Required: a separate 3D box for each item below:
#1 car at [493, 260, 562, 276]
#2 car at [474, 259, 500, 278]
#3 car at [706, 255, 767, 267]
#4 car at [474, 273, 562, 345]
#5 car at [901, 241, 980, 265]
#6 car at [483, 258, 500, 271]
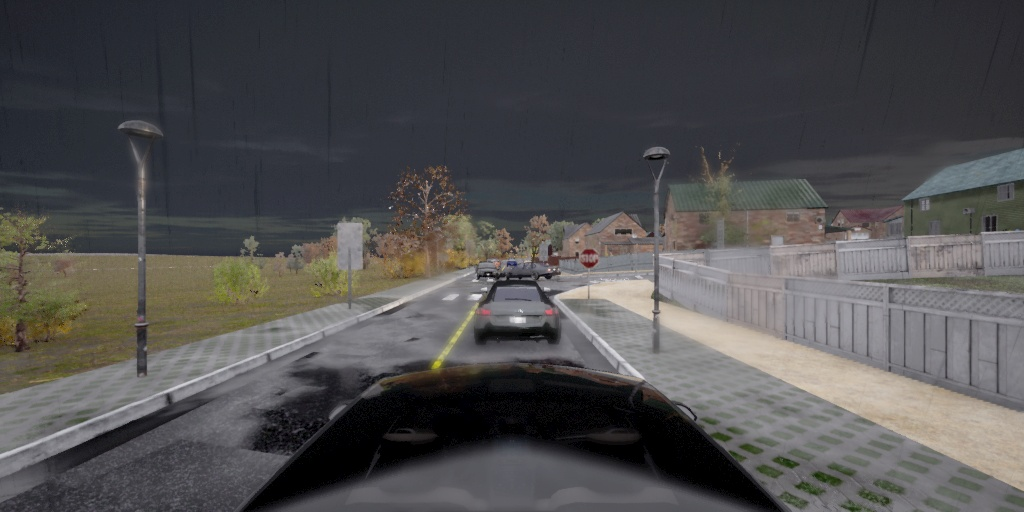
[{"bbox_3d":[1.330,1.197,28.532,5.357,1.411,2.033,-4,-3,43],"label":"car"},{"bbox_3d":[-2.258,1.257,31.442,1.837,1.490,4.892,0,0,-8],"label":"car"},{"bbox_3d":[14.382,0.413,22.911,4.181,1.385,1.994,-3,0,16],"label":"car"},{"bbox_3d":[0.100,1.313,9.517,1.994,1.385,4.181,0,0,-1],"label":"car"},{"bbox_3d":[23.883,-0.209,20.492,4.902,1.511,2.128,-3,0,14],"label":"car"},{"bbox_3d":[-2.860,1.120,51.260,2.097,1.767,4.553,0,0,1],"label":"car"}]
